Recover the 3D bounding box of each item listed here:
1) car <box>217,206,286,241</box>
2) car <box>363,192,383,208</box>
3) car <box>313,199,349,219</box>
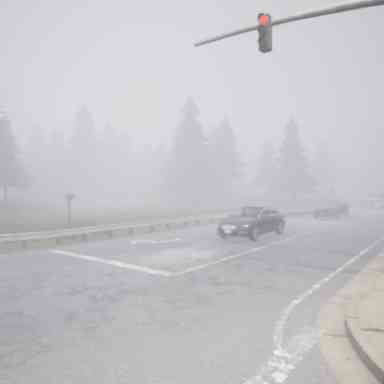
[{"bbox_3d":[3.091,1.486,16.778,2.128,1.511,4.902,-1,0,38],"label":"car"},{"bbox_3d":[23.340,1.061,42.108,2.150,2.045,5.566,-1,0,40],"label":"car"},{"bbox_3d":[11.679,1.375,27.826,1.882,1.535,5.008,-1,1,38],"label":"car"}]
